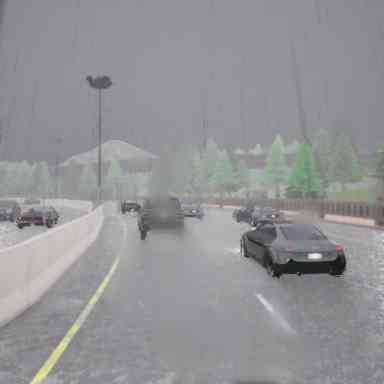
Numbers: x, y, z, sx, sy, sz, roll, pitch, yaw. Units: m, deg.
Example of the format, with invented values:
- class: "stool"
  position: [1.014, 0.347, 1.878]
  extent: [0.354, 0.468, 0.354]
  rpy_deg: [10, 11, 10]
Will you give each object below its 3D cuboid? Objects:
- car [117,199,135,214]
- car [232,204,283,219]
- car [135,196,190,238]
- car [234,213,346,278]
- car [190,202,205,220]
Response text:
- class: "car"
  position: [-6.797, 1.534, 35.540]
  extent: [1.837, 1.490, 4.892]
  rpy_deg: [0, 0, -20]
- class: "car"
  position: [4.408, 1.533, 22.618]
  extent: [2.033, 1.411, 5.357]
  rpy_deg: [0, 0, -12]
- class: "car"
  position: [-1.770, 1.230, 17.859]
  extent: [2.150, 2.045, 5.566]
  rpy_deg: [0, 0, -11]
- class: "car"
  position: [2.844, 1.554, 10.215]
  extent: [1.994, 1.385, 4.181]
  rpy_deg: [0, 0, -6]
- class: "car"
  position: [-0.506, 1.552, 27.835]
  extent: [2.033, 1.411, 5.357]
  rpy_deg: [0, 0, -16]
